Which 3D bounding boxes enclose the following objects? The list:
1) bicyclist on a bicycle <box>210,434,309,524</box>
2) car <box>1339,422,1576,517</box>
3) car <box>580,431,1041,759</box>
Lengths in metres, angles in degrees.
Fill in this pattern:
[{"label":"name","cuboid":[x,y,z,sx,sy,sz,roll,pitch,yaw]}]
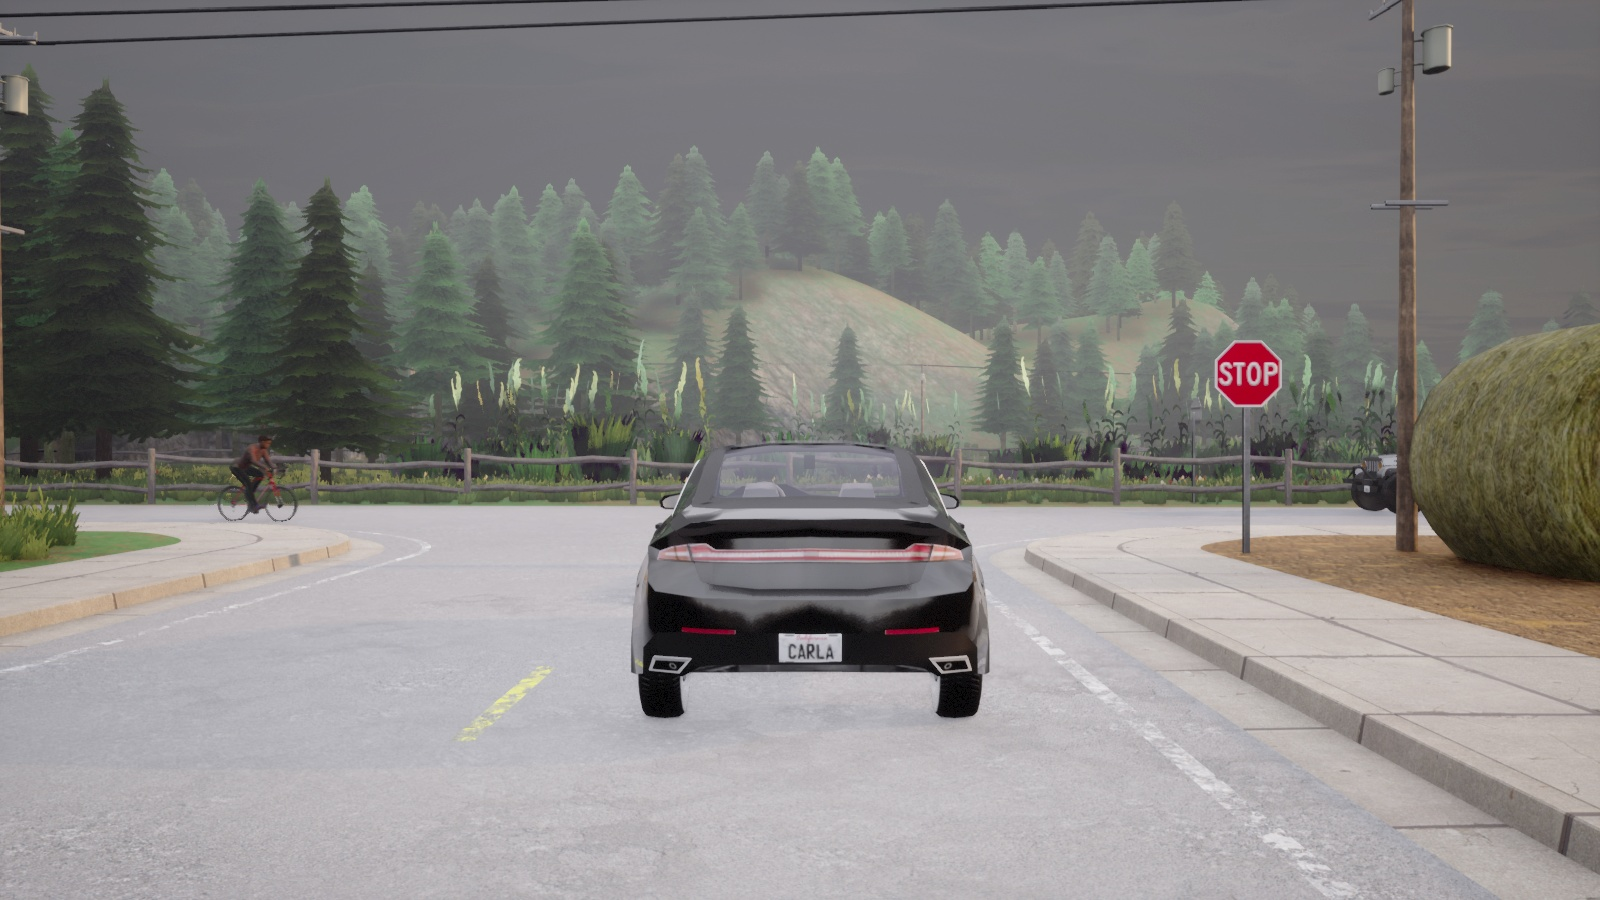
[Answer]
[{"label":"bicyclist on a bicycle","cuboid":[-9.994,0.525,23.234,1.656,1.620,0.582,0,1,12]},{"label":"car","cuboid":[13.389,0.372,25.757,3.866,1.878,1.905,0,0,3]},{"label":"car","cuboid":[0.062,0.656,8.241,2.128,1.511,4.902,0,0,0]}]
